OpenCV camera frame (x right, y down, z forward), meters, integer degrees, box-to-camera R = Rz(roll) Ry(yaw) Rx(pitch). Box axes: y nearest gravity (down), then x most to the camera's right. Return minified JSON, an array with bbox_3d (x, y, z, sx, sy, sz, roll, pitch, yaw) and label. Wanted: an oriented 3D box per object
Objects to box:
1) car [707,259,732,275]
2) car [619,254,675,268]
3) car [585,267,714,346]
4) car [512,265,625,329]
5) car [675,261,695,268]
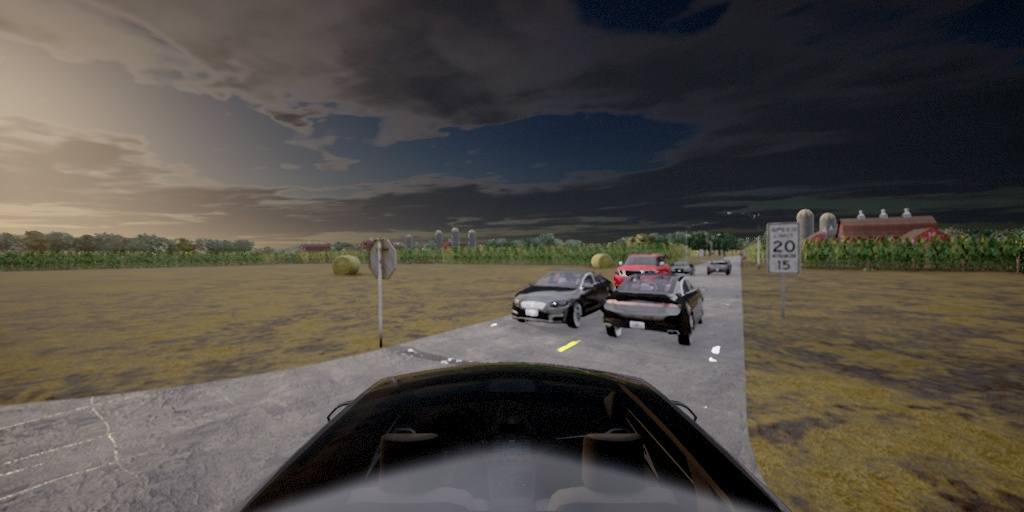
[{"bbox_3d":[20.537,1.076,35.546,2.128,1.511,4.902,0,0,34],"label":"car"},{"bbox_3d":[7.598,0.892,20.610,2.150,2.045,5.566,0,0,33],"label":"car"},{"bbox_3d":[3.907,1.212,9.507,2.128,1.511,4.902,0,0,32],"label":"car"},{"bbox_3d":[1.805,1.206,11.430,2.128,1.511,4.902,0,0,32],"label":"car"},{"bbox_3d":[16.129,1.162,33.955,1.994,1.385,4.181,0,0,33],"label":"car"}]
